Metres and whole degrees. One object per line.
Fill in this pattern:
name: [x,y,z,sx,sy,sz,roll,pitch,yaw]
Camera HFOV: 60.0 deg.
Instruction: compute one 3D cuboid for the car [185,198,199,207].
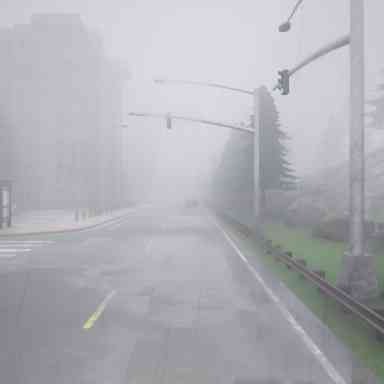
car: [-0.013,1.564,50.635,1.994,1.385,4.181,0,0,0]
